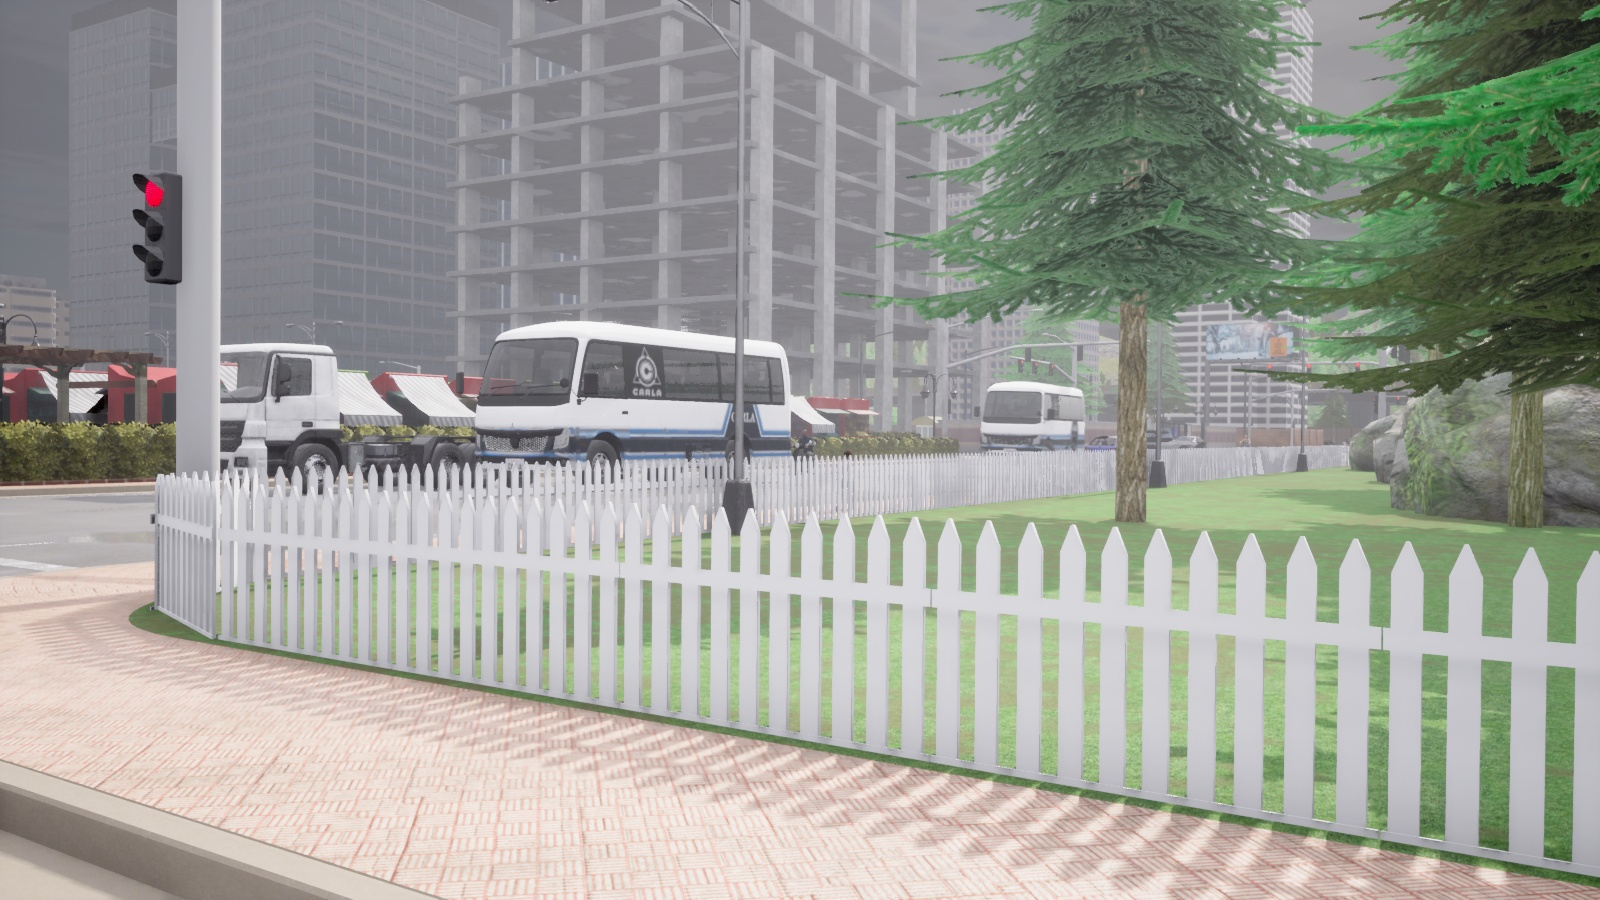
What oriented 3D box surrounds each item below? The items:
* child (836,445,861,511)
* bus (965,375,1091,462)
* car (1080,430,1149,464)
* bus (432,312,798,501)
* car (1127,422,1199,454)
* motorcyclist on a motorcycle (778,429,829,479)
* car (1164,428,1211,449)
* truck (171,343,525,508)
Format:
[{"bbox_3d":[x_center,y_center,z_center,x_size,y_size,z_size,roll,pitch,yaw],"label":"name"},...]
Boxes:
[{"bbox_3d":[0.825,0.470,21.455,0.255,1.110,0.394,0,1,32],"label":"child"},{"bbox_3d":[12.356,-1.671,67.000,3.944,4.253,10.273,1,2,26],"label":"bus"},{"bbox_3d":[14.279,-0.162,56.946,1.816,1.474,4.193,0,1,32],"label":"car"},{"bbox_3d":[-4.467,-1.065,33.699,3.944,4.253,10.273,0,1,32],"label":"bus"},{"bbox_3d":[22.635,-0.757,78.460,3.866,1.878,1.905,-1,1,-10],"label":"car"},{"bbox_3d":[0.136,0.121,41.217,0.866,1.590,1.817,0,1,30],"label":"motorcyclist on a motorcycle"},{"bbox_3d":[28.794,-0.845,93.194,2.128,1.511,4.902,0,1,32],"label":"car"},{"bbox_3d":[-10.611,-0.571,30.501,2.891,3.462,7.936,0,1,32],"label":"truck"}]
